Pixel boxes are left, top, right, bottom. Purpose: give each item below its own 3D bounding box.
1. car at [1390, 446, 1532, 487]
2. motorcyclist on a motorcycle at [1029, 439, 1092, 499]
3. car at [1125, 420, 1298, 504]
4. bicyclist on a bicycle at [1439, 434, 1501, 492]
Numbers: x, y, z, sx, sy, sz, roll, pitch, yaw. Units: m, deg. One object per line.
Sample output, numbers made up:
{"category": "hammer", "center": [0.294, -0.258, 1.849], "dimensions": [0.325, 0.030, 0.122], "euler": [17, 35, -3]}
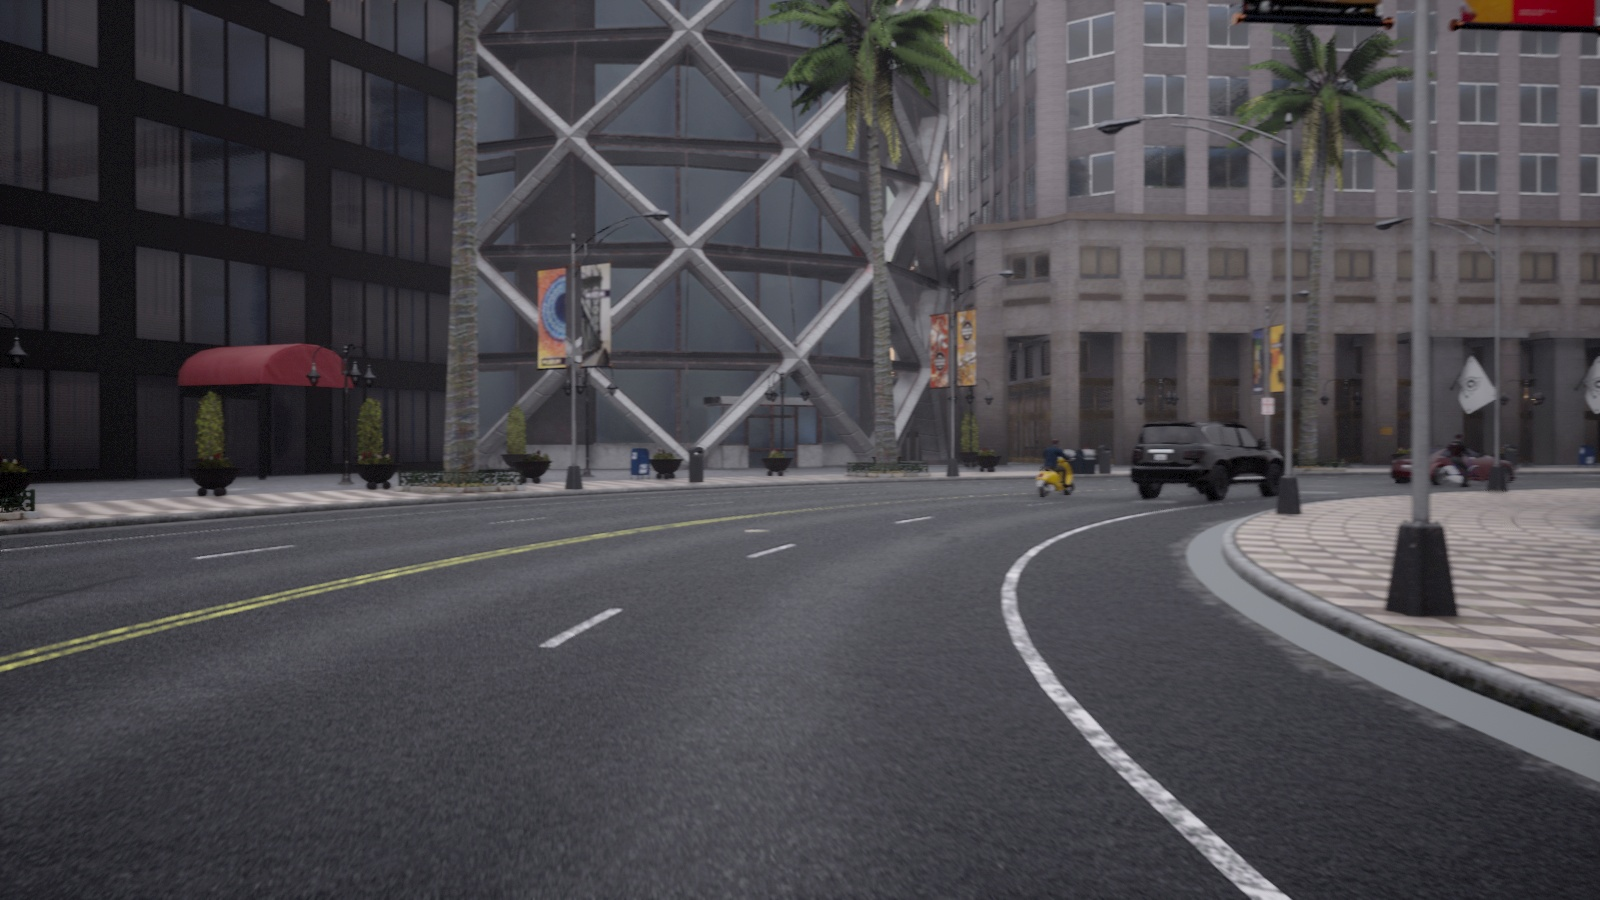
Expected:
{"category": "car", "center": [23.092, 0.562, 43.928], "dimensions": [4.181, 1.385, 1.994], "euler": [0, 0, -16]}
{"category": "motorcyclist on a motorcycle", "center": [7.149, 0.506, 34.400], "dimensions": [0.866, 1.590, 1.817], "euler": [1, 1, 42]}
{"category": "car", "center": [11.049, 0.277, 33.436], "dimensions": [2.150, 2.045, 5.566], "euler": [0, 0, 44]}
{"category": "bicyclist on a bicycle", "center": [21.139, 0.393, 39.603], "dimensions": [1.843, 1.776, 0.659], "euler": [0, 1, -21]}
